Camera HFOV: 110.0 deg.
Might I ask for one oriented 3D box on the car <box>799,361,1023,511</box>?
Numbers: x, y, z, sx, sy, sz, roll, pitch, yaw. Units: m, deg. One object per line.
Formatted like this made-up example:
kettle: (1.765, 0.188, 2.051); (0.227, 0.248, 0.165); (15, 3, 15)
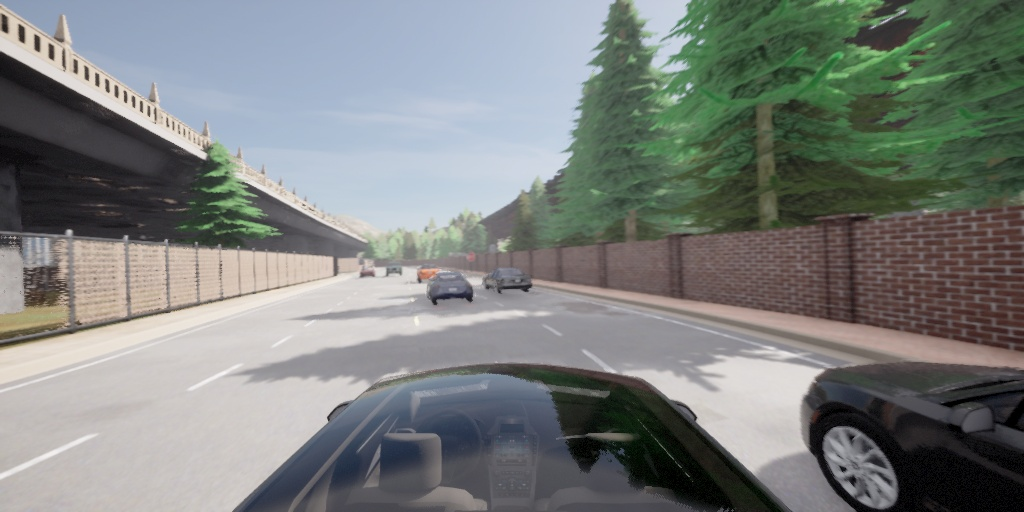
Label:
car: (3.368, 1.117, 1.140); (1.837, 1.490, 4.892); (-2, 0, 2)

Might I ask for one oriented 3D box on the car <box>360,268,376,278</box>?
car: (-19.976, 2.329, 49.809); (1.895, 1.301, 4.718); (-2, 0, -17)

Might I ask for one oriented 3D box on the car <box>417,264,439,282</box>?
car: (-8.133, 1.552, 34.917); (2.097, 1.767, 4.553); (-2, 0, -17)

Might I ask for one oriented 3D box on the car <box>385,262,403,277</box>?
car: (-16.631, 1.815, 50.780); (2.150, 2.045, 5.566); (-2, 0, -17)

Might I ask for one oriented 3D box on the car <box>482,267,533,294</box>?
car: (-0.394, 1.386, 21.222); (2.033, 1.411, 5.357); (-2, 0, -16)

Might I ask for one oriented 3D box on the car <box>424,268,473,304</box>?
car: (-3.191, 1.502, 18.059); (1.994, 1.385, 4.181); (-2, 0, -16)
